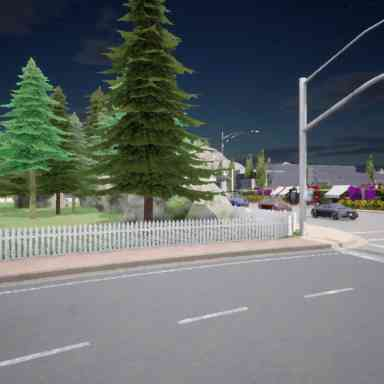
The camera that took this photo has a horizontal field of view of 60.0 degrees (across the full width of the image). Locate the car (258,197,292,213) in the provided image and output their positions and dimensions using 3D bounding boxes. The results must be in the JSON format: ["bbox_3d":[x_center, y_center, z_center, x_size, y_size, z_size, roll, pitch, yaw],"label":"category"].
[{"bbox_3d":[9.337,1.408,37.718,2.097,1.767,4.553,0,0,-16],"label":"car"}]

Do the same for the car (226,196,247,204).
[{"bbox_3d":[8.704,1.603,65.167,2.033,1.411,5.357,0,0,-17],"label":"car"}]

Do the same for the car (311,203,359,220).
[{"bbox_3d":[12.090,1.619,28.427,1.994,1.385,4.181,0,0,-16],"label":"car"}]

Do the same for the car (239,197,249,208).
[{"bbox_3d":[6.409,1.533,47.613,1.882,1.535,5.008,0,0,-17],"label":"car"}]
